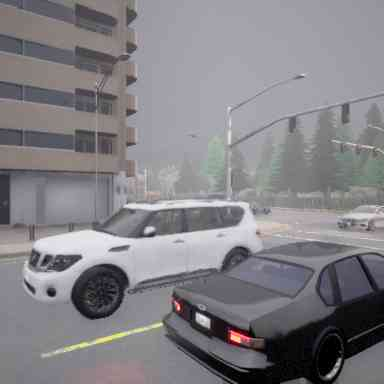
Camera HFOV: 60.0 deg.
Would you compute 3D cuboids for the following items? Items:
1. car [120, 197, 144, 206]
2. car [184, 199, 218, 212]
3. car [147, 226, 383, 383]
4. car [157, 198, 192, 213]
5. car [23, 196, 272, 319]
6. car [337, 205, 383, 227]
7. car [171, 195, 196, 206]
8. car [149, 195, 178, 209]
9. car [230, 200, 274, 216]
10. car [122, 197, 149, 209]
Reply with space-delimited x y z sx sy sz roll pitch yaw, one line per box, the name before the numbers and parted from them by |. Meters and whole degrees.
car | -10.372 1.603 56.868 2.033 1.411 5.357 0 0 -35
car | 1.044 1.581 40.950 1.812 1.442 4.674 0 0 -36
car | 2.180 1.547 5.334 5.357 1.411 2.033 0 0 -35
car | -2.140 1.560 39.366 1.837 1.490 4.892 0 0 -36
car | -0.777 1.221 7.731 5.566 2.045 2.150 0 0 -35
car | 10.793 1.535 20.255 4.674 1.442 1.812 0 0 -36
car | -1.459 1.407 56.730 2.097 1.767 4.553 0 0 -36
car | -4.197 1.407 48.225 2.097 1.767 4.553 0 0 -36
car | 6.075 1.619 33.947 1.994 1.385 4.181 0 0 -36
car | -8.218 1.560 47.820 1.837 1.490 4.892 0 0 -36
